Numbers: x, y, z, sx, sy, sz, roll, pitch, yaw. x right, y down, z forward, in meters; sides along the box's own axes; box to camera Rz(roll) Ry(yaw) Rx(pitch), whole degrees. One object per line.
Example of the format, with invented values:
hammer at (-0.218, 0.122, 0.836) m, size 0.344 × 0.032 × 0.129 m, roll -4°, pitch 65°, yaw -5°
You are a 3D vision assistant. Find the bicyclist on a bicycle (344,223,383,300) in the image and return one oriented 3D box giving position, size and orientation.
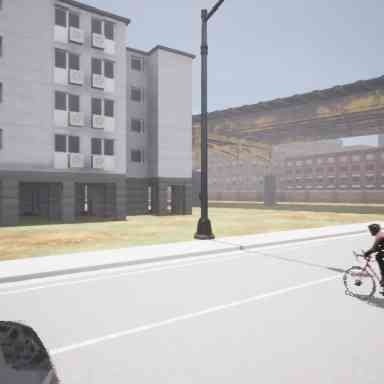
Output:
bicyclist on a bicycle at (3.792, 1.453, 6.608) m, size 0.582 × 1.620 × 1.656 m, roll 0°, pitch 0°, yaw -36°

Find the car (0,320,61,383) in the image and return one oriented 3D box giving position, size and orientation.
car at (-2.968, 1.564, 1.882) m, size 4.181 × 1.385 × 1.994 m, roll 0°, pitch 0°, yaw -35°
